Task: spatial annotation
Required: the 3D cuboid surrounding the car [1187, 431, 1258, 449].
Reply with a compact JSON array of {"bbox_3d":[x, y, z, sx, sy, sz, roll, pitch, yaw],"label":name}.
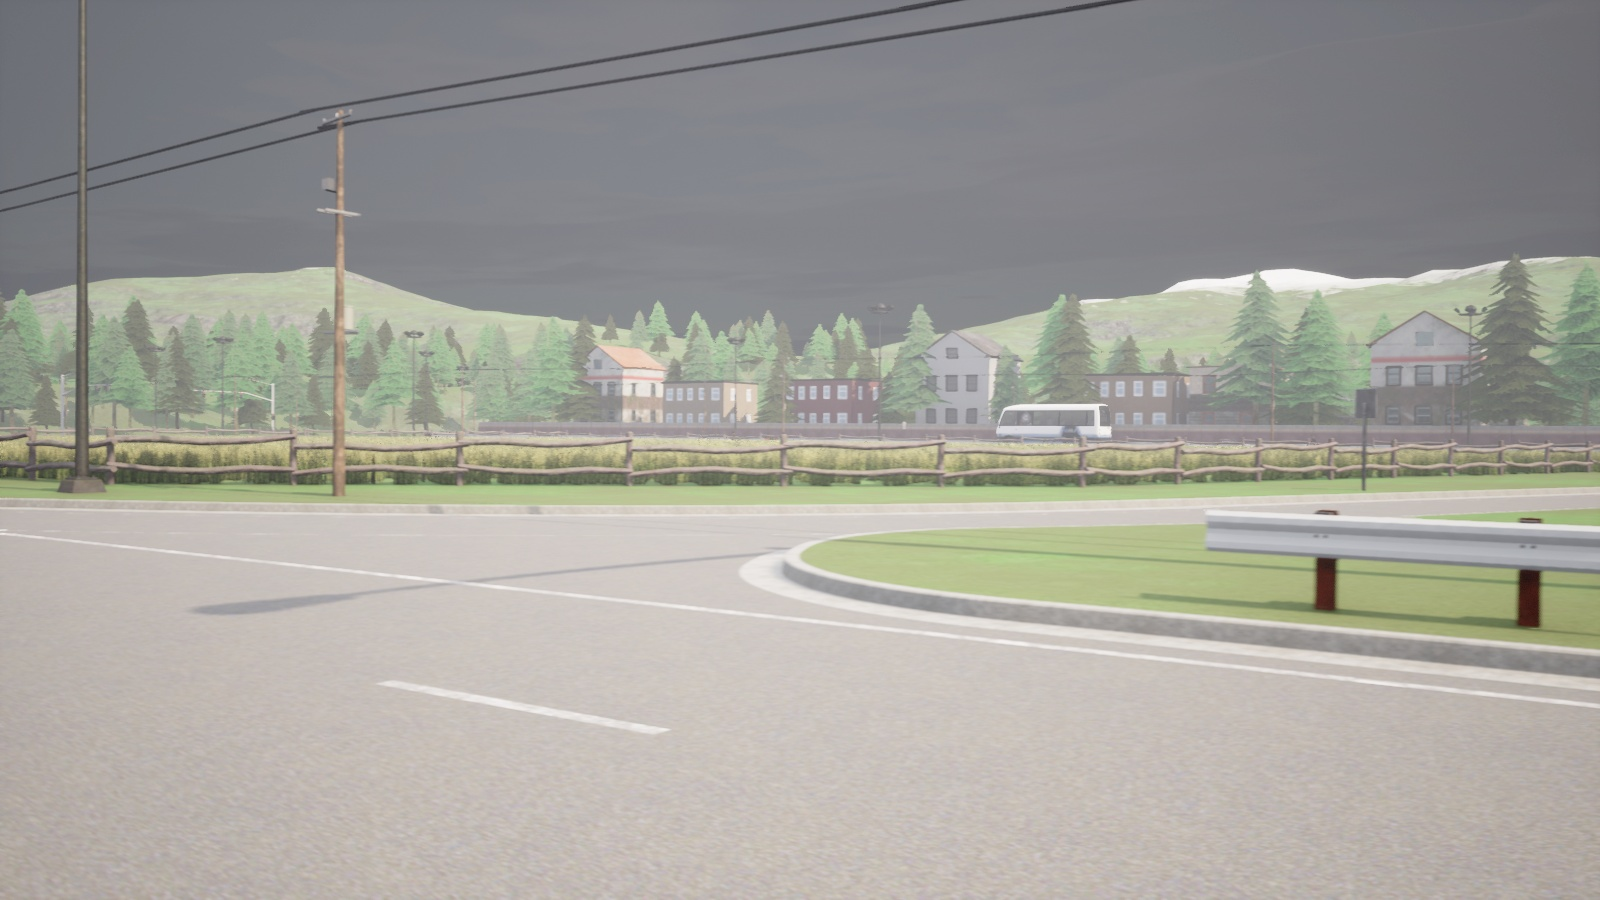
[{"bbox_3d":[31.676,-0.739,94.133,4.718,1.301,1.895,0,1,34],"label":"car"}]
